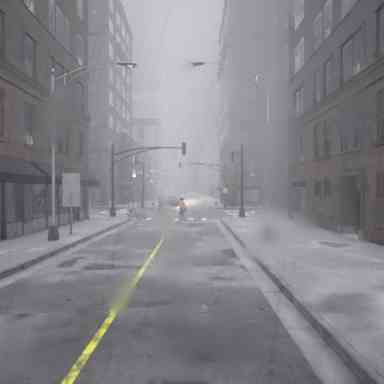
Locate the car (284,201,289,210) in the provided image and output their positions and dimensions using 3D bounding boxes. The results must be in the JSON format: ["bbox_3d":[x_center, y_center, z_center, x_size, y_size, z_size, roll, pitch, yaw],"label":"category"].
[{"bbox_3d":[13.385,1.589,37.395,4.902,1.511,2.128,1,0,1],"label":"car"}]

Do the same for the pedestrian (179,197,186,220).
[{"bbox_3d":[-0.696,1.269,25.904,0.375,1.860,0.375,0,0,0],"label":"pedestrian"}]

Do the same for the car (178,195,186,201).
[{"bbox_3d":[-2.329,1.365,79.188,1.812,1.442,4.674,0,0,0],"label":"car"}]

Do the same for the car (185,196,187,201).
[{"bbox_3d":[-2.492,1.410,64.857,1.812,1.442,4.674,0,0,1],"label":"car"}]

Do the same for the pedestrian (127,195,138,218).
[{"bbox_3d":[-4.771,1.135,26.538,0.375,1.860,0.375,0,0,0],"label":"pedestrian"}]

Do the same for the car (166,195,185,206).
[{"bbox_3d":[-2.703,1.272,51.035,2.097,1.767,4.553,0,0,2],"label":"car"}]

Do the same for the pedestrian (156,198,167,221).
[{"bbox_3d":[-2.303,1.270,25.318,0.375,1.860,0.375,0,0,0],"label":"pedestrian"}]

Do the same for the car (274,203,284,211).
[{"bbox_3d":[11.998,1.647,39.993,4.206,1.307,1.802,1,0,1],"label":"car"}]
